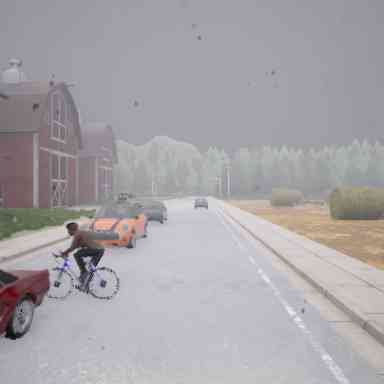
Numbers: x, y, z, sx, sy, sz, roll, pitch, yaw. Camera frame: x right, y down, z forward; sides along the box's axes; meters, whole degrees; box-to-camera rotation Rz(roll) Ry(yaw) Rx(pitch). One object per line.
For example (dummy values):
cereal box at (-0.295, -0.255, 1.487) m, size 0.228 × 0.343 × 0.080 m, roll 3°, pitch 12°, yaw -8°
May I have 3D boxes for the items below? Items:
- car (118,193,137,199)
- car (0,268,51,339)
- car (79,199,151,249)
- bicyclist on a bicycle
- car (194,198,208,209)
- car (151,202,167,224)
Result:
car at (-6.789, 1.144, 36.468) m, size 1.905 × 1.878 × 3.866 m, roll 8°, pitch -3°, yaw -41°
car at (-3.547, 1.601, 3.837) m, size 1.895 × 1.301 × 4.718 m, roll 0°, pitch 0°, yaw 1°
car at (-3.273, 1.353, 14.477) m, size 2.097 × 1.767 × 4.553 m, roll 0°, pitch 0°, yaw 2°
bicyclist on a bicycle at (-2.328, 1.452, 6.917) m, size 1.656 × 1.620 × 0.582 m, roll 0°, pitch 0°, yaw 1°
car at (1.211, 1.540, 44.495) m, size 2.033 × 1.411 × 5.357 m, roll 0°, pitch 0°, yaw 0°
car at (-2.916, 1.505, 24.937) m, size 1.837 × 1.490 × 4.892 m, roll 0°, pitch 0°, yaw 1°
